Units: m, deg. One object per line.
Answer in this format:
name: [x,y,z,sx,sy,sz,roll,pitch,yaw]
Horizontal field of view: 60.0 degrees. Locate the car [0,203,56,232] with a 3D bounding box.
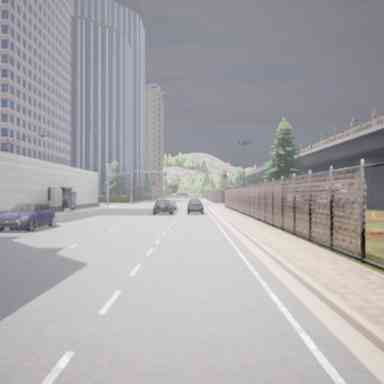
car: [-10.442,1.507,21.060,2.097,1.767,4.553,0,0,1]

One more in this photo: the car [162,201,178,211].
car: [-3.100,1.954,47.684,1.895,1.301,4.718,0,0,1]

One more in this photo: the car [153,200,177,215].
car: [-3.151,1.631,37.603,2.097,1.767,4.553,0,0,1]

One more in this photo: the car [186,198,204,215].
car: [0.381,1.778,38.554,2.128,1.511,4.902,0,0,0]

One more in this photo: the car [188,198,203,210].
car: [0.454,1.715,48.852,2.097,1.767,4.553,0,0,0]
